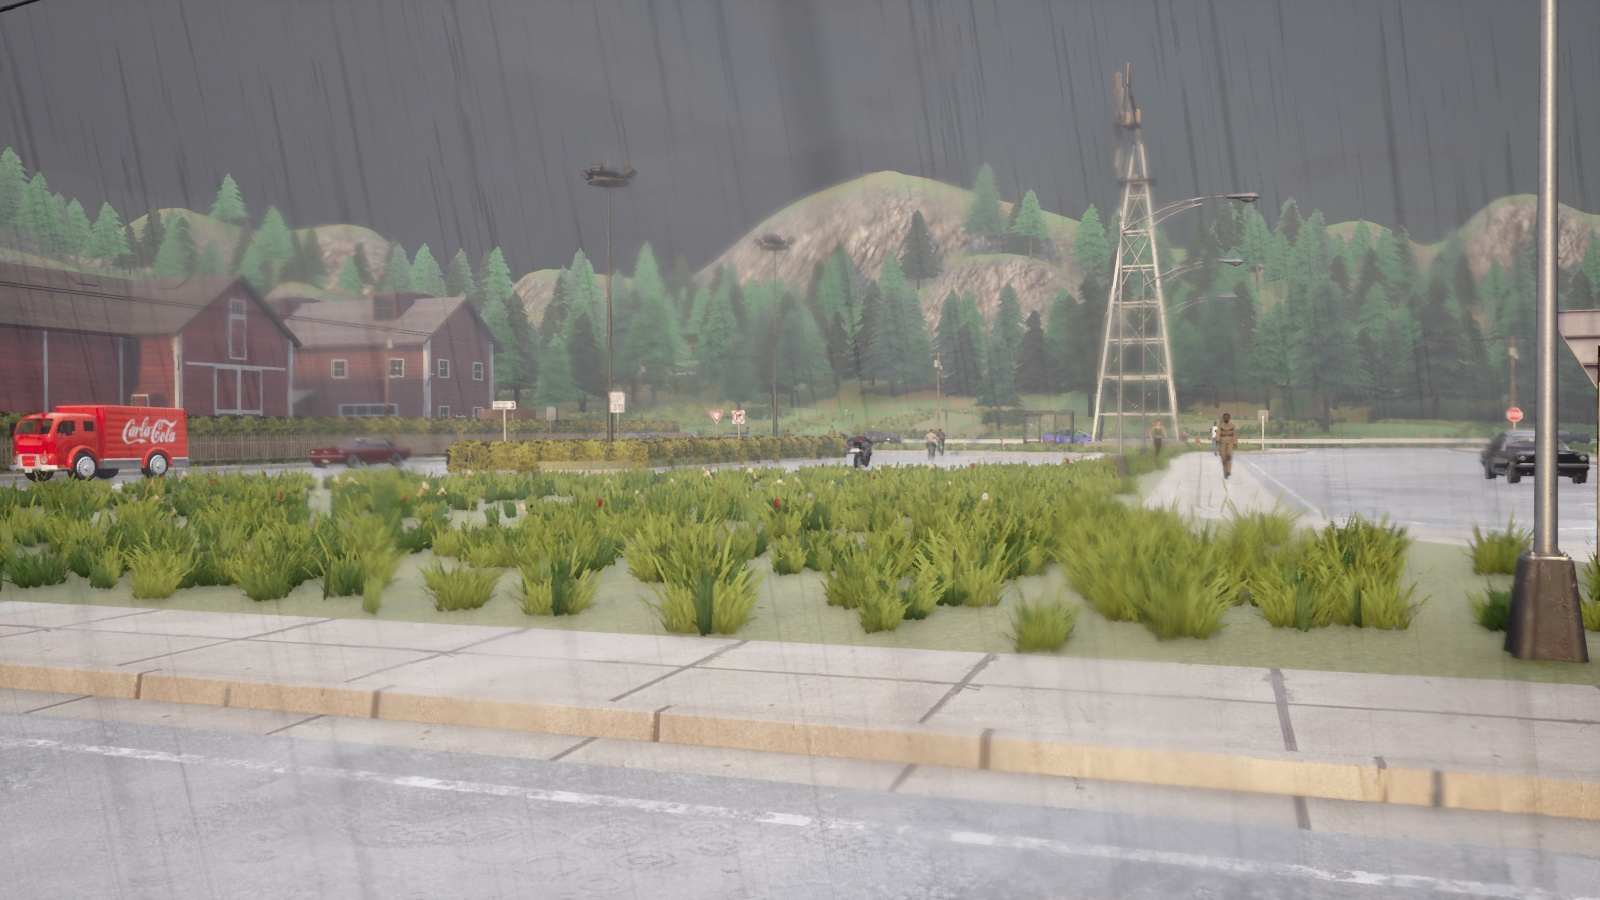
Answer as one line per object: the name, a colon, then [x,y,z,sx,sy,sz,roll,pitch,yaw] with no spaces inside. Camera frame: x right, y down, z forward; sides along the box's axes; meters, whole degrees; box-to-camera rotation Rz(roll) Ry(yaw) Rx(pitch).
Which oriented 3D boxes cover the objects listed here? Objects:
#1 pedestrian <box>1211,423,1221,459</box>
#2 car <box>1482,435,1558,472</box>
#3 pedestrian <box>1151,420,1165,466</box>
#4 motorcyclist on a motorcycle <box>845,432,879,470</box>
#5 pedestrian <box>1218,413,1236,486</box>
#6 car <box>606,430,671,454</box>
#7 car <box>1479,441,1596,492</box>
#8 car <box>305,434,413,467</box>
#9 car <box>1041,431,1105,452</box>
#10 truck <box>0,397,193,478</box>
pedestrian: [21.069,-0.458,63.638,0.354,1.836,0.706,0,1,7]
car: [30.020,0.125,52.488,1.812,1.442,4.674,1,1,18]
pedestrian: [14.530,-0.281,50.928,0.345,1.836,0.594,0,1,-4]
motorcyclist on a motorcycle: [2.593,0.040,51.932,0.866,1.530,2.191,1,1,18]
pedestrian: [11.552,-0.018,33.941,0.396,1.930,0.692,1,1,23]
car: [-10.169,-0.528,79.498,2.128,1.511,4.902,1,1,19]
car: [21.081,0.428,36.111,1.895,1.301,4.718,1,1,18]
car: [-18.796,-0.004,53.758,1.895,1.301,4.718,1,1,19]
car: [20.738,-0.677,95.440,4.514,1.525,2.007,1,1,19]
truck: [-22.996,-0.397,41.211,2.627,2.467,5.204,1,0,18]
